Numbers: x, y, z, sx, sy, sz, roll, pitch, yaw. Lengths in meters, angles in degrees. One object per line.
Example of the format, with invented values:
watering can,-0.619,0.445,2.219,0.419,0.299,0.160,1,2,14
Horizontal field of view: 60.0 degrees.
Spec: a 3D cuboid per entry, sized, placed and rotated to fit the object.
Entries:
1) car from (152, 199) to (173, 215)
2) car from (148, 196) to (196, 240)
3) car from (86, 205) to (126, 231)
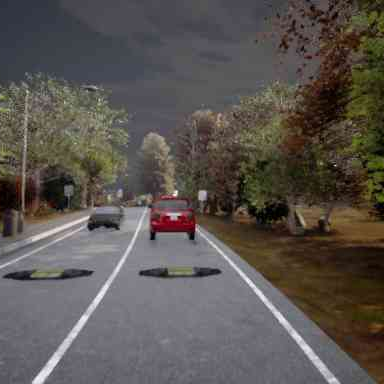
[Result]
car,-3.237,1.576,35.955,2.033,1.411,5.357,0,0,-7
car,-1.116,1.244,17.482,2.150,2.045,5.566,0,0,-7
car,-5.181,1.549,20.770,2.033,1.411,5.357,0,0,-7
